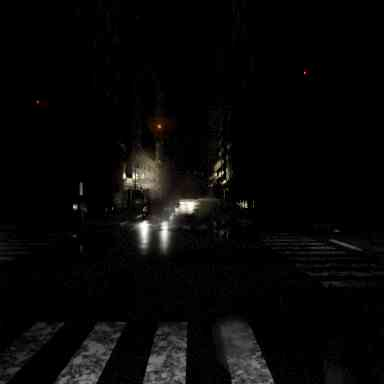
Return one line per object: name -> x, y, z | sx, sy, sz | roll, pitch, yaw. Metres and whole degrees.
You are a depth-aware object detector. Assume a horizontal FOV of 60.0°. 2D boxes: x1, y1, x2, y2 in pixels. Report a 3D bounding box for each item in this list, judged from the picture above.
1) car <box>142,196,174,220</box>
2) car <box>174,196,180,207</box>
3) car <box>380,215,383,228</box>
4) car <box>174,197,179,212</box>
car -> -2.868, 1.345, 27.628 | 2.097, 1.767, 4.553 | 0, 0, 0
car -> -2.872, 1.329, 47.783 | 2.097, 1.767, 4.553 | 0, 0, 0
car -> 12.338, 1.282, 16.792 | 5.009, 1.841, 2.192 | 0, 0, 0
car -> -2.873, 1.550, 37.614 | 1.994, 1.385, 4.181 | 0, 0, 0
